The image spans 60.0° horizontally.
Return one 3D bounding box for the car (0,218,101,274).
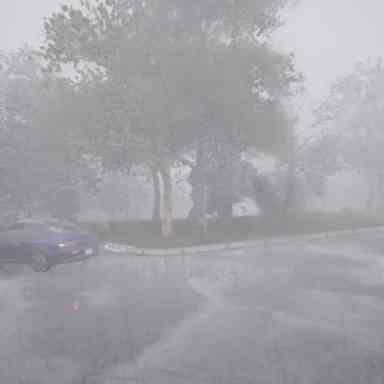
[{"bbox_3d":[-5.102,1.587,10.617,4.674,1.442,1.812,-1,1,23],"label":"car"}]
